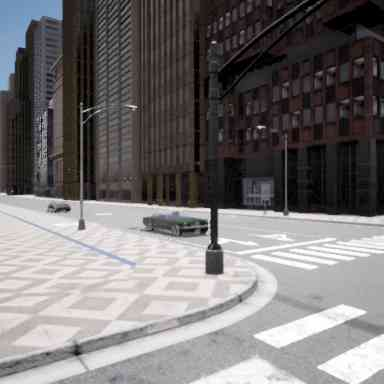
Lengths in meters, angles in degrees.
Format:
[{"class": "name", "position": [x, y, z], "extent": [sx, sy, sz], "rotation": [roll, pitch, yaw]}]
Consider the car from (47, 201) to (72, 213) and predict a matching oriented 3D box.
[{"class": "car", "position": [-16.335, 1.762, 40.716], "extent": [2.033, 1.411, 5.357], "rotation": [0, 0, -35]}]

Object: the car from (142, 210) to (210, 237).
[{"class": "car", "position": [-0.980, 1.688, 18.889], "extent": [1.895, 1.301, 4.718], "rotation": [0, 0, -35]}]
